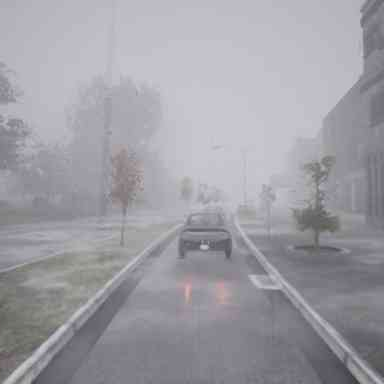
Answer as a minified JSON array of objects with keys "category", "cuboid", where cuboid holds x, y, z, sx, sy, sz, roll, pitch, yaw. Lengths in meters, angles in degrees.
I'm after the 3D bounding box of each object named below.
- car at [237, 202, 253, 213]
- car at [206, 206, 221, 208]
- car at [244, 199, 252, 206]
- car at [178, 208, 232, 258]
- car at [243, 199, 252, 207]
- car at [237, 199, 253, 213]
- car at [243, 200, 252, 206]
[{"category":"car","cuboid":[7.952,2.209,49.520,2.163,1.488,4.792,0,-1,10]},{"category":"car","cuboid":[1.887,1.865,28.907,1.994,1.385,4.181,0,-1,7]},{"category":"car","cuboid":[15.726,2.877,93.139,2.185,1.767,4.553,1,-1,10]},{"category":"car","cuboid":[0.538,1.579,13.084,2.128,1.511,4.902,0,-1,3]},{"category":"car","cuboid":[13.779,2.675,82.214,2.185,1.767,4.553,0,-1,10]},{"category":"car","cuboid":[7.011,2.072,44.104,2.097,1.535,5.008,-1,-1,9]},{"category":"car","cuboid":[14.757,2.903,87.696,2.231,1.521,4.892,0,-1,10]}]
